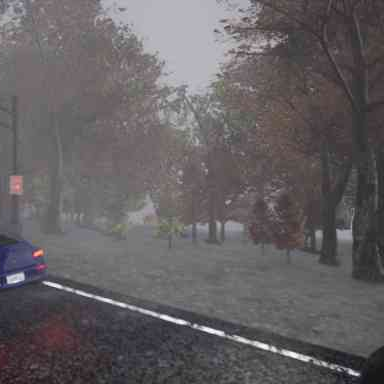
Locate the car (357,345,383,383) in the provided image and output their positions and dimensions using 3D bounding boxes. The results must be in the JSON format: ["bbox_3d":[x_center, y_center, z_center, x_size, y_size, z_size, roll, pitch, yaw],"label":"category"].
[{"bbox_3d":[3.337,1.371,1.395,4.892,1.490,1.837,-4,-2,35],"label":"car"}]

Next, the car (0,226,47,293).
[{"bbox_3d":[-5.082,1.425,7.255,4.674,1.442,1.812,-1,2,34],"label":"car"}]
